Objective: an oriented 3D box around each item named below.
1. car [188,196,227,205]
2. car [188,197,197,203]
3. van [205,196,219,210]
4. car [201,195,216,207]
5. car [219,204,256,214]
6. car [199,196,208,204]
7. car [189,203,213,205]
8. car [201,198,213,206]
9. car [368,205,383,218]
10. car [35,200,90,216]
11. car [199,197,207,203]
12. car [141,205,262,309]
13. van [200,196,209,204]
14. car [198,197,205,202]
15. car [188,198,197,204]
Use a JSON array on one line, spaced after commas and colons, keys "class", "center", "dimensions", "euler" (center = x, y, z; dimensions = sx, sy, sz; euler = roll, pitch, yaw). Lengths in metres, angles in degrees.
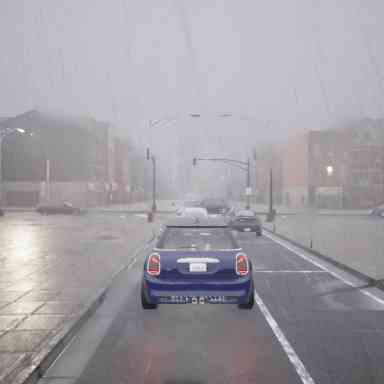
[{"class": "car", "center": [1.524, 1.424, 33.058], "dimensions": [4.553, 1.767, 2.097], "euler": [1, 1, 0]}, {"class": "car", "center": [0.089, 2.003, 85.890], "dimensions": [2.128, 1.511, 4.902], "euler": [0, -1, 0]}, {"class": "van", "center": [2.665, 1.474, 45.042], "dimensions": [1.690, 1.788, 3.998], "euler": [-1, 0, 0]}, {"class": "car", "center": [2.674, 1.516, 55.624], "dimensions": [2.192, 1.841, 5.009], "euler": [-1, 0, 0]}, {"class": "car", "center": [2.644, 1.572, 18.083], "dimensions": [2.008, 1.369, 4.403], "euler": [-1, 0, 0]}, {"class": "car", "center": [2.696, 1.824, 76.783], "dimensions": [1.967, 1.590, 4.097], "euler": [-1, -1, 0]}, {"class": "car", "center": [0.147, 1.546, 17.831], "dimensions": [1.812, 1.442, 4.674], "euler": [0, 0, 1]}, {"class": "car", "center": [2.684, 1.793, 60.911], "dimensions": [2.008, 1.369, 4.403], "euler": [-1, -1, 0]}, {"class": "car", "center": [20.126, 1.808, 33.007], "dimensions": [4.902, 1.511, 2.128], "euler": [1, 1, 0]}, {"class": "car", "center": [-11.688, 1.458, 30.150], "dimensions": [4.674, 1.442, 1.812], "euler": [1, 1, 2]}, {"class": "car", "center": [2.704, 1.982, 82.072], "dimensions": [1.887, 1.381, 4.507], "euler": [-1, -1, 0]}, {"class": "car", "center": [0.106, 1.355, 8.011], "dimensions": [2.097, 1.767, 4.553], "euler": [0, 0, 0]}, {"class": "van", "center": [2.689, 1.674, 71.494], "dimensions": [1.690, 1.788, 3.998], "euler": [-1, -1, 0]}, {"class": "car", "center": [2.715, 2.138, 92.651], "dimensions": [1.802, 1.307, 4.206], "euler": [-2, -1, 0]}, {"class": "car", "center": [0.081, 1.970, 75.923], "dimensions": [1.895, 1.301, 4.718], "euler": [0, -1, 0]}]
